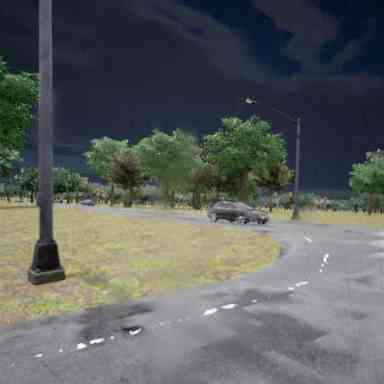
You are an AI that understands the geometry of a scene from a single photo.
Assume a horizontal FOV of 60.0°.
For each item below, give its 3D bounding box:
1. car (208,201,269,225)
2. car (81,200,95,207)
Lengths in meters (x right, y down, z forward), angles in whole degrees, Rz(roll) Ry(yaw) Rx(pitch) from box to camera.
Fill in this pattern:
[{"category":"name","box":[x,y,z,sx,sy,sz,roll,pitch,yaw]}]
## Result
[{"category":"car","box":[3.015,1.398,22.527,1.837,1.490,4.892,4,-3,-35]},{"category":"car","box":[-22.206,2.352,70.920,1.812,1.442,4.674,4,-3,-35]}]
